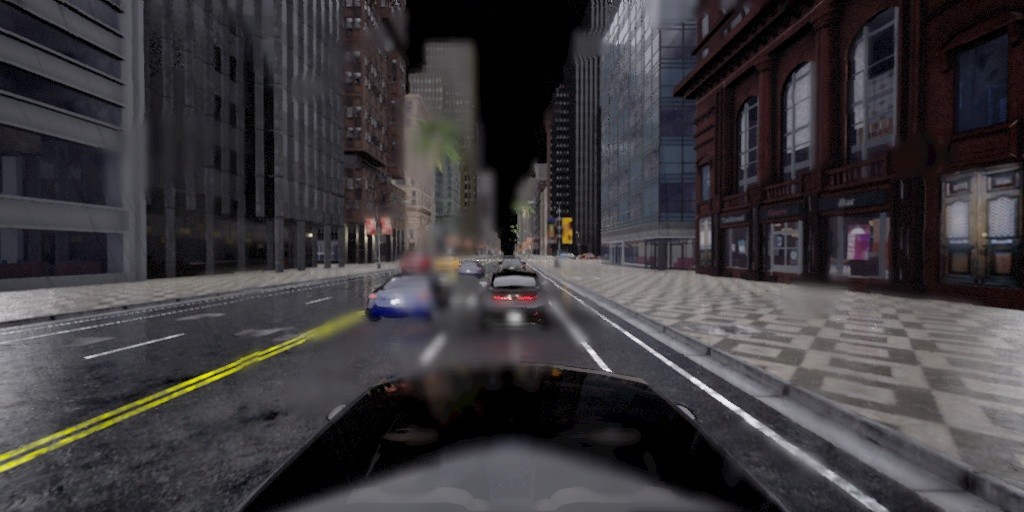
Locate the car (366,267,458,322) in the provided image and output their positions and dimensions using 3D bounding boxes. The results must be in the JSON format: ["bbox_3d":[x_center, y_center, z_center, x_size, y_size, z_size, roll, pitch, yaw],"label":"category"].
[{"bbox_3d":[-3.173,1.220,11.866,1.994,1.385,4.181,0,0,0],"label":"car"}]

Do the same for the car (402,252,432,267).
[{"bbox_3d":[-9.938,0.637,38.088,2.150,2.045,5.566,0,1,0],"label":"car"}]

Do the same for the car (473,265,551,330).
[{"bbox_3d":[0.079,1.170,10.746,1.837,1.490,4.892,0,0,0],"label":"car"}]

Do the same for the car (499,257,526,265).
[{"bbox_3d":[0.024,0.857,28.193,2.097,1.767,4.553,0,1,1],"label":"car"}]

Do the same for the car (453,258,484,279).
[{"bbox_3d":[-3.217,1.064,28.737,1.994,1.385,4.181,0,1,0],"label":"car"}]

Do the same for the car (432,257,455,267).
[{"bbox_3d":[-6.686,0.895,37.876,1.882,1.535,5.008,0,1,0],"label":"car"}]
